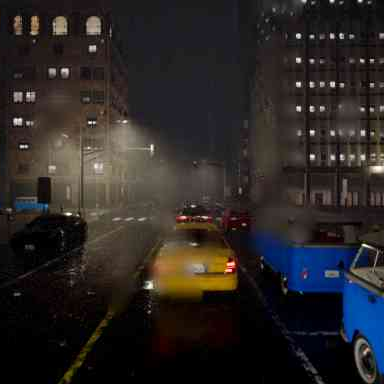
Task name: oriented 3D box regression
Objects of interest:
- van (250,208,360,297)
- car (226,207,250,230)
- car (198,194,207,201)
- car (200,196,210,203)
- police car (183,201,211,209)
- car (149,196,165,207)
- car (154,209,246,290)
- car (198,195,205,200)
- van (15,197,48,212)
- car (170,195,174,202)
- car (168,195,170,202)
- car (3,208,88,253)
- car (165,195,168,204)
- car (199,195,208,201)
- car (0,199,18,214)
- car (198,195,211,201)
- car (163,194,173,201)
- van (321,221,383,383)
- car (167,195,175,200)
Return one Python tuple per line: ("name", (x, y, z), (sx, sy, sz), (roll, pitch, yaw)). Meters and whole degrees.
("van", (2.700, 1.343, 8.257), (1.690, 1.788, 3.998), (1, 0, 0))
("car", (2.694, 1.545, 19.410), (1.887, 1.381, 4.507), (1, 0, 0))
("car", (2.673, 1.393, 85.763), (1.967, 1.590, 4.097), (1, 0, 0))
("car", (2.677, 1.517, 68.808), (1.887, 1.381, 4.507), (1, 0, 0))
("police car", (0.097, 1.505, 19.335), (2.038, 1.542, 4.974), (0, 0, 0))
("car", (-5.698, 1.572, 51.852), (1.802, 1.307, 4.206), (1, 0, 0))
("car", (0.093, 1.458, 9.016), (1.801, 1.575, 5.366), (0, 0, 0))
("car", (2.670, 1.472, 91.585), (1.752, 1.417, 4.829), (1, 0, 0))
("van", (-19.749, 1.525, 40.717), (3.998, 1.788, 1.690), (0, 0, 1))
("car", (-5.705, 1.516, 74.458), (2.008, 1.369, 4.403), (1, 0, 0))
("car", (-5.701, 1.560, 63.155), (1.802, 1.307, 4.206), (1, 0, 0))
("car", (-5.685, 1.567, 13.837), (1.947, 1.339, 4.313), (1, 0, 0))
("car", (-5.697, 1.424, 57.505), (1.967, 1.590, 4.097), (1, 0, 0))
("car", (2.673, 1.510, 80.111), (2.008, 1.369, 4.403), (1, 0, 0))
("car", (-19.855, 1.620, 32.336), (4.403, 1.369, 2.008), (0, 0, 1))
("car", (2.679, 1.529, 63.157), (2.008, 1.369, 4.403), (1, 0, 0))
("car", (-5.705, 1.400, 80.109), (1.967, 1.590, 4.097), (1, 0, 0))
("van", (2.702, 1.342, 2.680), (1.690, 1.788, 3.998), (1, 0, 0))
("car", (-5.710, 1.472, 91.243), (1.752, 1.417, 4.829), (1, 0, 0))
